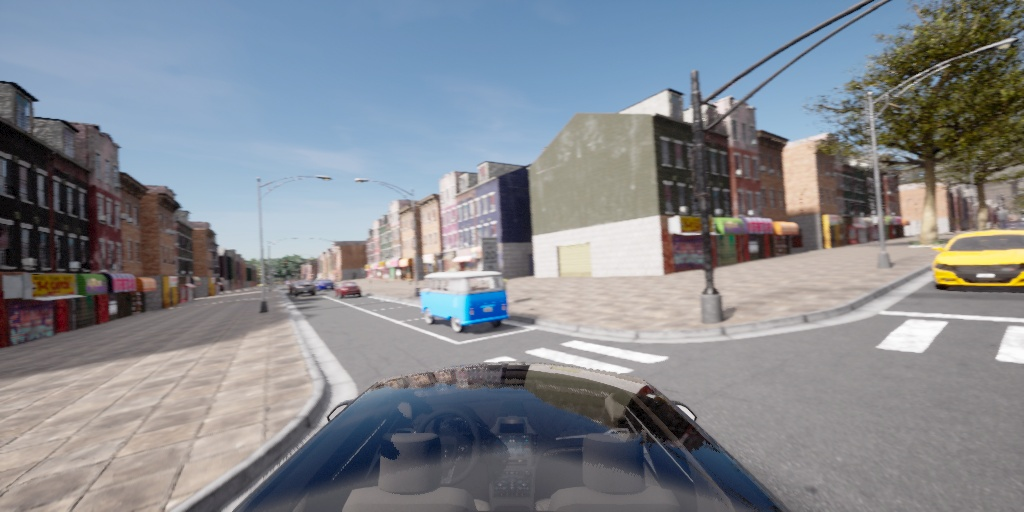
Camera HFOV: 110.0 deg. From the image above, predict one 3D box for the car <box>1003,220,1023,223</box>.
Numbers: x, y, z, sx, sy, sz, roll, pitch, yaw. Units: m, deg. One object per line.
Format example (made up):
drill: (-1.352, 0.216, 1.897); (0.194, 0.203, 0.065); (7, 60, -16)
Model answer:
car: (29.910, -1.329, 21.107); (4.902, 1.511, 2.128); (-5, 0, -34)

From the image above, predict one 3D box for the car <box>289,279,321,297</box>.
car: (-21.553, 3.369, 37.182); (2.128, 1.511, 4.902); (-3, -2, -33)

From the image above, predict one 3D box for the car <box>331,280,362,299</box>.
car: (-13.754, 2.811, 30.154); (1.802, 1.307, 4.207); (0, 0, -34)

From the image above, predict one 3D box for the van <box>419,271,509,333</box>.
van: (-1.679, 1.416, 11.960); (1.690, 1.789, 3.998); (0, 0, -34)

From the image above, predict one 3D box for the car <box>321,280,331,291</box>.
car: (-23.913, 3.771, 46.113); (1.812, 1.442, 4.674); (-3, -2, -34)

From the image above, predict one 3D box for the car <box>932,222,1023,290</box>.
car: (13.787, 0.010, 10.286); (5.008, 1.535, 1.882); (-6, 0, -34)

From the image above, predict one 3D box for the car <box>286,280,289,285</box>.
car: (-27.269, 3.922, 45.714); (1.882, 1.535, 5.008); (-3, -1, -33)
